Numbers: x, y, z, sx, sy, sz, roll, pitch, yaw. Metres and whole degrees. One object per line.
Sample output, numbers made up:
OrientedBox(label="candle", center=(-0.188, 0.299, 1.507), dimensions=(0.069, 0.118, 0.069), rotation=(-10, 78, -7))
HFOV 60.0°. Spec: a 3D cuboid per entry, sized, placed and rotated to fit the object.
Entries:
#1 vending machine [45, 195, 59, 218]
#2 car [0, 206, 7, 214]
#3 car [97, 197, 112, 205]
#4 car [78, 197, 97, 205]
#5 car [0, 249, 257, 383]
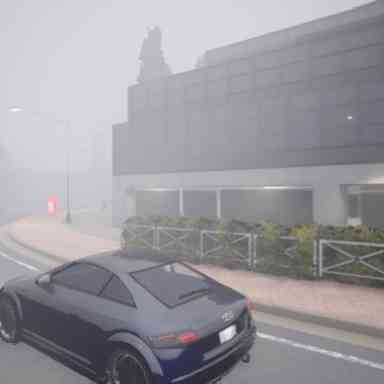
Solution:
OrientedBox(label="vending machine", center=(-13.208, 1.323, 31.404), dimensions=(1.100, 2.100, 0.880), rotation=(0, 0, -10))
OrientedBox(label="car", center=(-21.333, 1.711, 34.348), dimensions=(2.033, 1.411, 5.357), rotation=(0, 0, -3))
OrientedBox(label="car", center=(-15.821, 1.741, 65.731), dimensions=(1.812, 1.442, 4.674), rotation=(0, 0, 34))
OrientedBox(label="car", center=(-20.180, 1.787, 65.545), dimensions=(1.812, 1.442, 4.674), rotation=(0, 0, 33))
OrientedBox(label="car", center=(-1.178, 1.580, 4.975), dimensions=(4.181, 1.385, 1.994), rotation=(0, 0, 38))
